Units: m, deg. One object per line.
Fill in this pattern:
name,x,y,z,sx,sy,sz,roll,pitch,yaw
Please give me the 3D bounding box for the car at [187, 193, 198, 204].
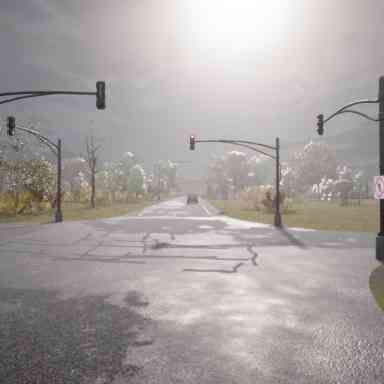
car,0.107,1.293,67.703,2.150,2.045,5.566,0,0,0
